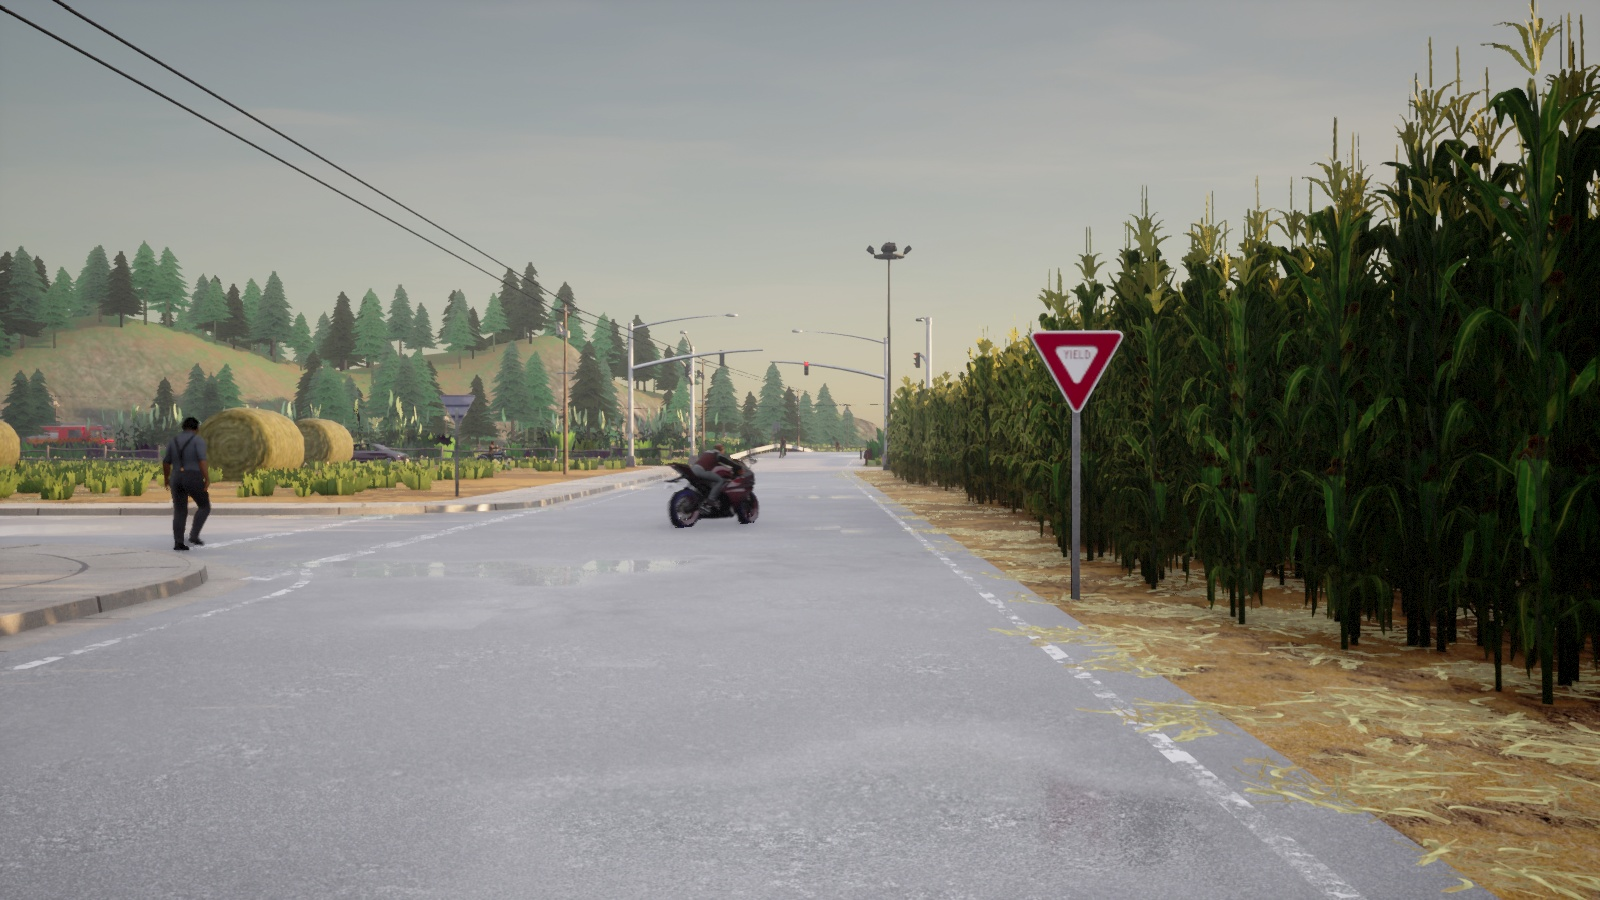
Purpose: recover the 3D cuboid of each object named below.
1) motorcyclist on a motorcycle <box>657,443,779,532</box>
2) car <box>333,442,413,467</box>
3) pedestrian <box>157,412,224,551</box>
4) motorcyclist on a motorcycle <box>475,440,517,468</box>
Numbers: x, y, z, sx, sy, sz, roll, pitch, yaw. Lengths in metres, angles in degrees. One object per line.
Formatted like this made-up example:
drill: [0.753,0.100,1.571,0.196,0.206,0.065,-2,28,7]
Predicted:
motorcyclist on a motorcycle: [-1.456,0.652,22.705,0.866,1.530,2.191,-2,-1,43]
car: [-25.853,0.275,76.062,4.193,1.474,1.816,0,0,3]
pedestrian: [-8.272,0.418,17.058,0.540,1.848,0.694,0,0,4]
motorcyclist on a motorcycle: [-18.294,0.220,75.628,2.350,1.649,0.766,0,0,3]
